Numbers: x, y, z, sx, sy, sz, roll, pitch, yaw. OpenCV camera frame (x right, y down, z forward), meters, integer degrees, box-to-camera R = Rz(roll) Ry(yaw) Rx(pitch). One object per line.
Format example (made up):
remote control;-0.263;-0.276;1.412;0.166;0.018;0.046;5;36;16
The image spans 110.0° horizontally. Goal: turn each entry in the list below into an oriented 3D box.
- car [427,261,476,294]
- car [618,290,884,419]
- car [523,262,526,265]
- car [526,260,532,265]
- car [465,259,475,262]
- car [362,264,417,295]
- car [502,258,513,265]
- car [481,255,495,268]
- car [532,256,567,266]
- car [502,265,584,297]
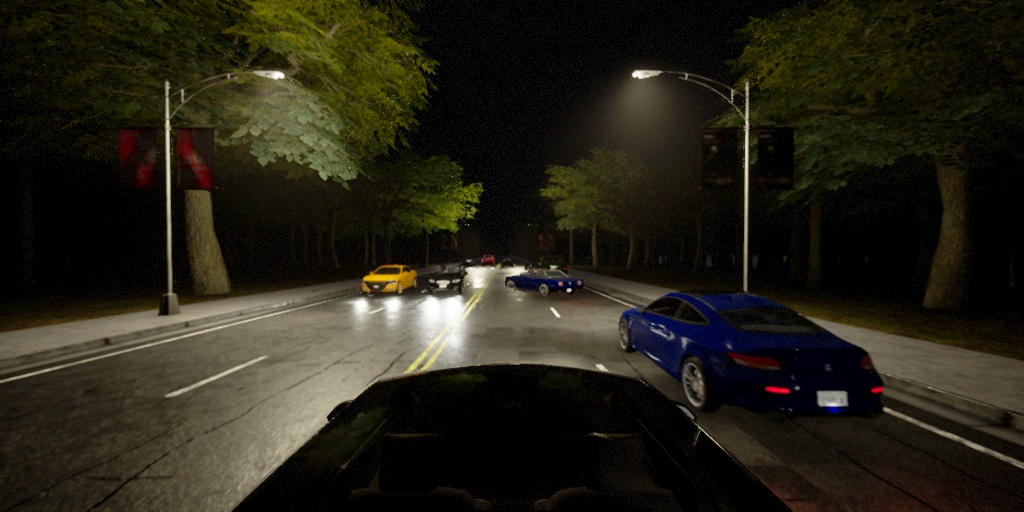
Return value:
car;-3.516;1.260;20.578;2.128;1.511;4.902;0;0;-1
car;3.224;1.281;5.929;1.812;1.442;4.674;0;0;0
car;2.683;1.238;49.970;1.837;1.490;4.892;0;0;-1
car;2.854;1.353;38.990;1.895;1.301;4.718;0;0;-1
car;-7.336;1.268;61.801;1.994;1.385;4.181;0;0;-1
car;-6.762;1.247;20.258;1.882;1.535;5.008;0;0;-1
car;-0.756;1.195;61.621;2.128;1.511;4.902;0;0;-1
car;-4.080;0.926;61.596;2.150;2.045;5.566;0;0;-1
car;3.001;0.985;27.980;2.150;2.045;5.566;0;0;-1
car;1.516;1.367;19.179;1.895;1.301;4.718;0;0;-34
